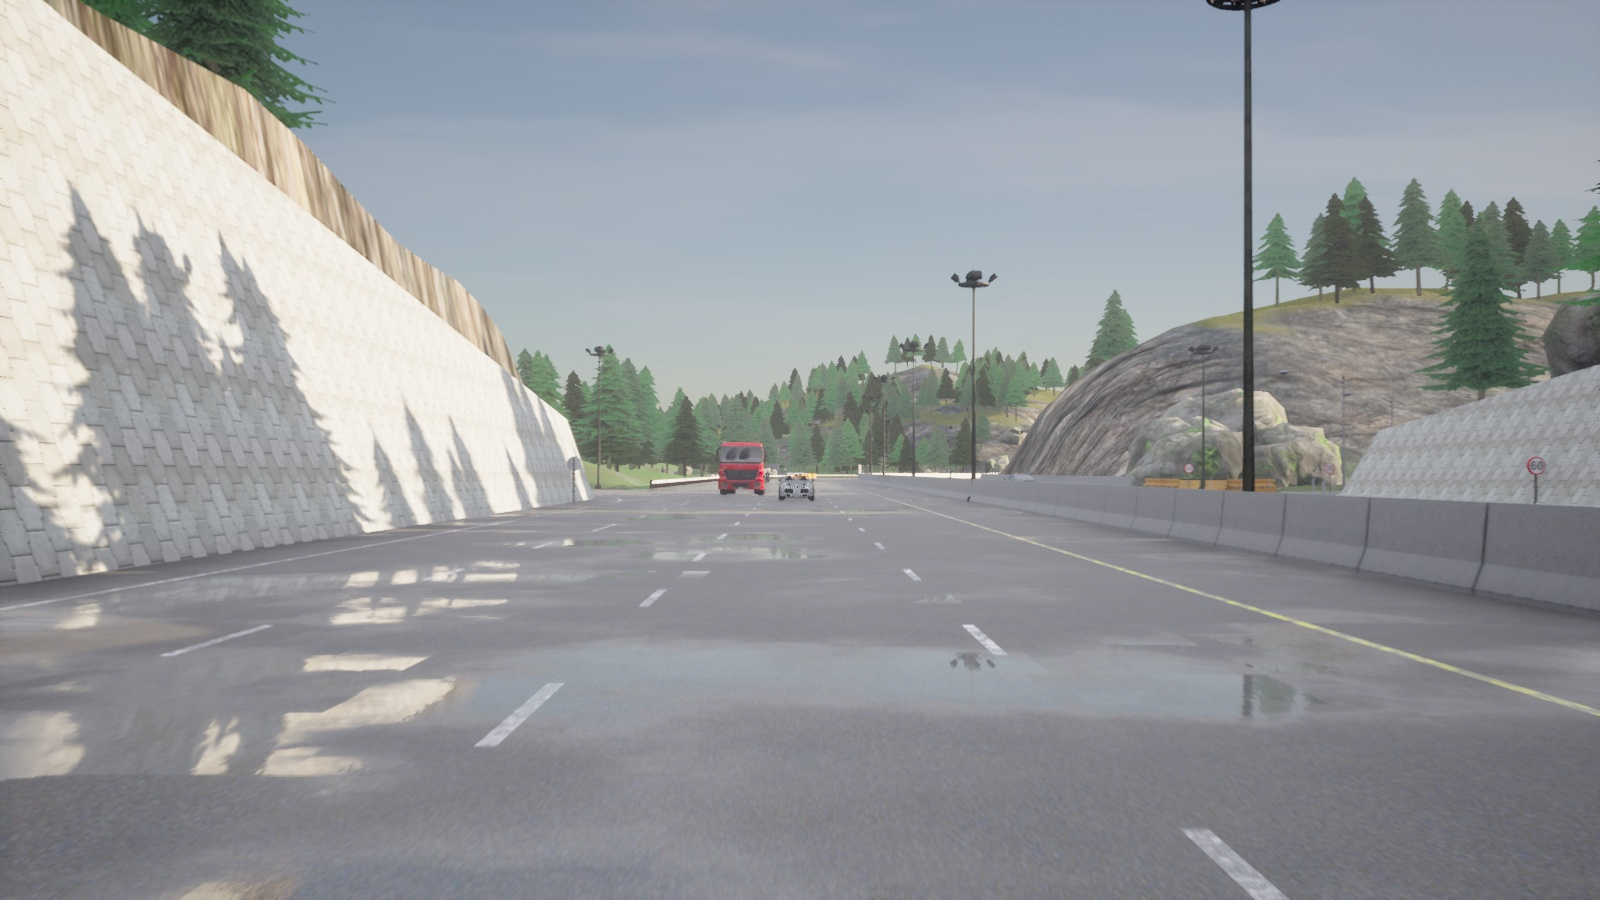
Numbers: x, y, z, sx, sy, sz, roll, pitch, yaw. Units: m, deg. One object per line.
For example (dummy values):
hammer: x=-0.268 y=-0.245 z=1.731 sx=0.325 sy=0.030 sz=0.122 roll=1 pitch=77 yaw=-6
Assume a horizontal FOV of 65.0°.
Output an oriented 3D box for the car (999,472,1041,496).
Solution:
car: x=13.809 y=2.106 z=78.905 sx=1.812 sy=1.442 sz=4.674 roll=0 pitch=-1 yaw=0

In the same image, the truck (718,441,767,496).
truck: x=-3.704 y=1.232 z=82.701 sx=2.891 sy=3.462 sz=7.936 roll=0 pitch=-1 yaw=0

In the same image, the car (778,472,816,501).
car: x=-0.160 y=1.886 z=66.015 sx=1.970 sy=1.475 sz=3.806 roll=0 pitch=-1 yaw=0
